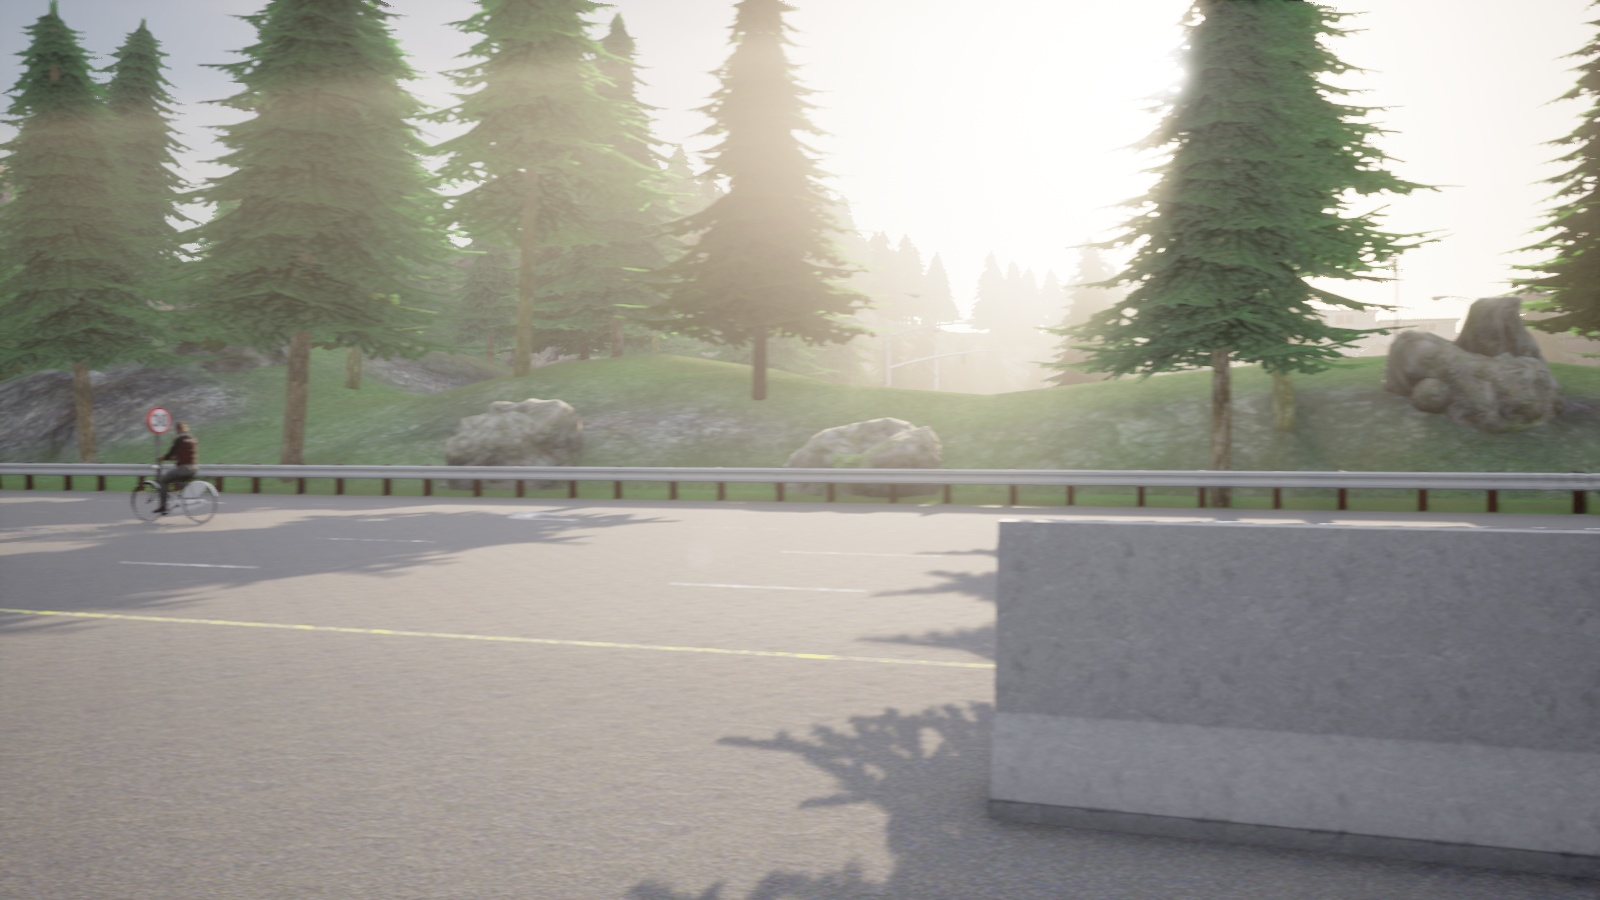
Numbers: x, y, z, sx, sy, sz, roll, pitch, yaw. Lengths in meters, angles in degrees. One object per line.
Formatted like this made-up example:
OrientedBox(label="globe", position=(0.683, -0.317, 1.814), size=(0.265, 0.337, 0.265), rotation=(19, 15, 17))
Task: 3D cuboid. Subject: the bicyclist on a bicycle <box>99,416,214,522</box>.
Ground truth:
OrientedBox(label="bicyclist on a bicycle", position=(-11.119, 0.306, 21.703), size=(1.843, 1.776, 0.659), rotation=(1, 1, 19))
